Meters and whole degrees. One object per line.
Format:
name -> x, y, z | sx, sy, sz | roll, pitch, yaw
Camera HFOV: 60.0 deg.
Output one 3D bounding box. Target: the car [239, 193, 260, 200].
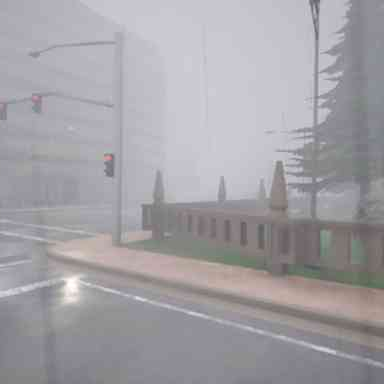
car -> 8.850, 0.940, 50.719 | 2.097, 1.767, 4.553 | 1, 1, 35
